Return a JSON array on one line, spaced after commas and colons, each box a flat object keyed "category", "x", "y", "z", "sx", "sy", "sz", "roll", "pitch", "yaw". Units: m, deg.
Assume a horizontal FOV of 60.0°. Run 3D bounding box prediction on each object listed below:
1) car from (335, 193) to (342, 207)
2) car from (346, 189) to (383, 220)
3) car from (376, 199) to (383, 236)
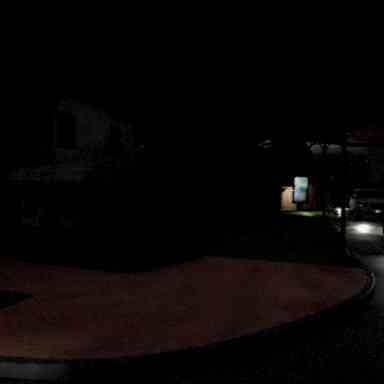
[{"category": "car", "x": 17.104, "y": 0.835, "z": 37.024, "sx": 1.882, "sy": 1.535, "sz": 5.008, "roll": 1, "pitch": 1, "yaw": 20}, {"category": "car", "x": 12.221, "y": 0.798, "z": 22.914, "sx": 2.150, "sy": 2.045, "sz": 5.566, "roll": 1, "pitch": 1, "yaw": 19}, {"category": "car", "x": 8.732, "y": 1.235, "z": 12.811, "sx": 1.837, "sy": 1.490, "sz": 4.892, "roll": 1, "pitch": 1, "yaw": 19}]
